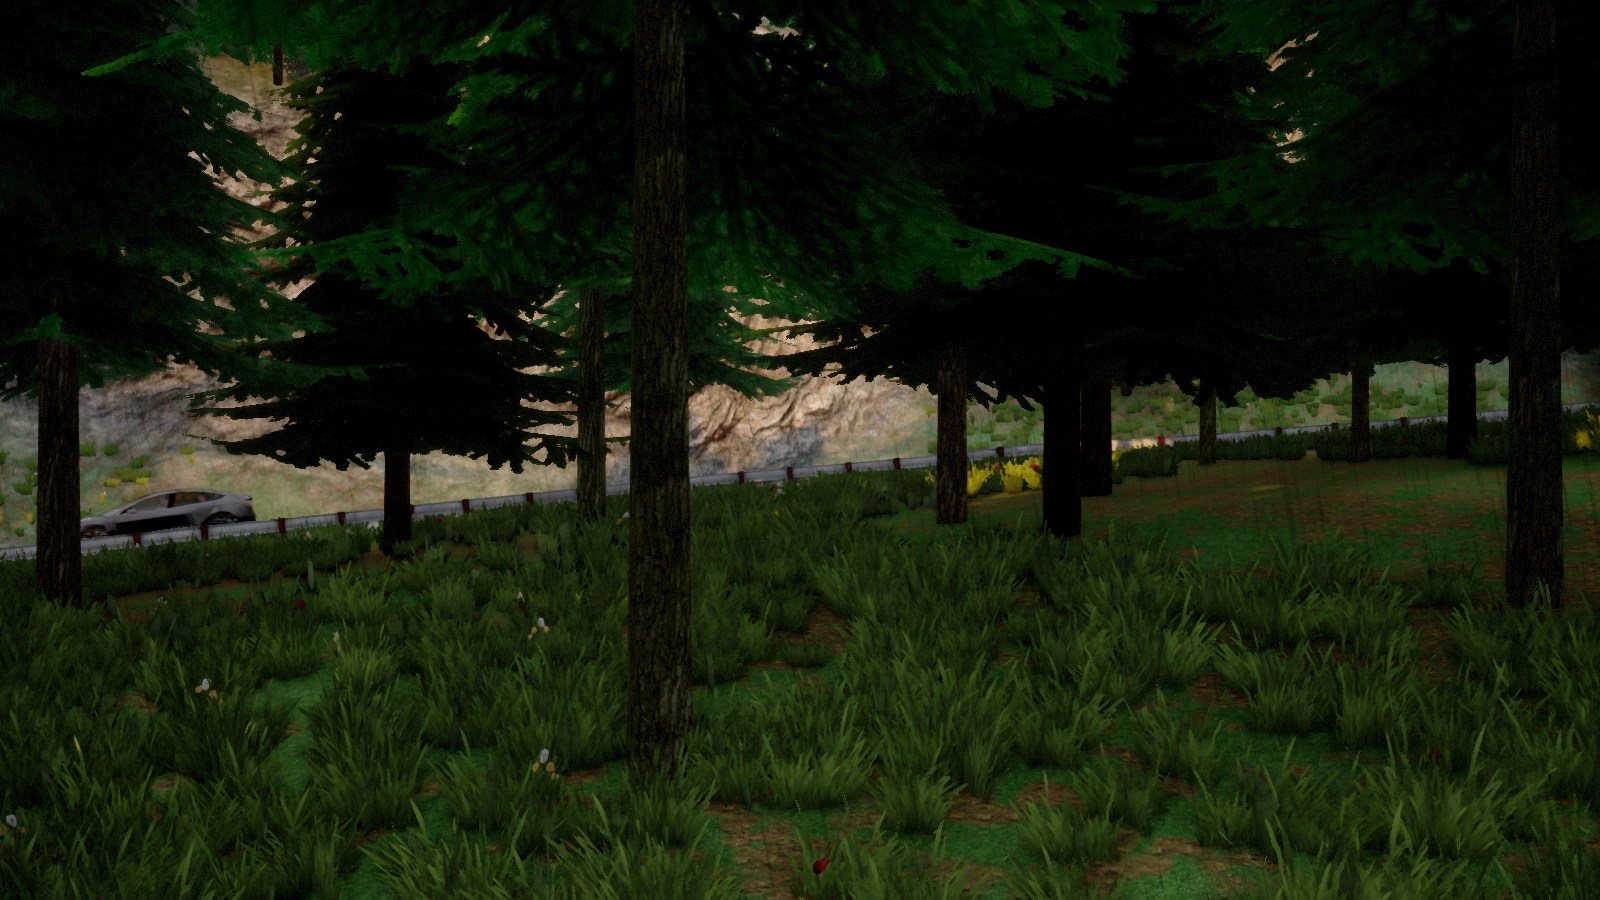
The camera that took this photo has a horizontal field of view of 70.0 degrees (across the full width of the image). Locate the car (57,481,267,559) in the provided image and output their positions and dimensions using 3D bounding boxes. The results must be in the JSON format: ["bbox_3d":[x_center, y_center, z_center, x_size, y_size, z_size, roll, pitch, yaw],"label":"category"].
[{"bbox_3d":[-17.482,1.849,31.380,4.792,1.488,2.163,-5,3,-33],"label":"car"}]
